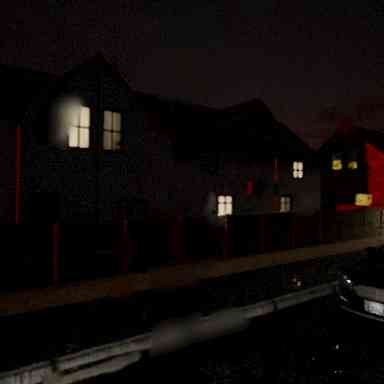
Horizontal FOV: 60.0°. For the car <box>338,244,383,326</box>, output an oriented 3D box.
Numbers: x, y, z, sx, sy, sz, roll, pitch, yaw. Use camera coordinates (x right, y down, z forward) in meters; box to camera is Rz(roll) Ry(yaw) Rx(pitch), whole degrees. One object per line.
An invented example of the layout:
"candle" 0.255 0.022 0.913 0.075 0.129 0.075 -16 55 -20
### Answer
"car" 4.804 1.510 6.484 4.902 1.511 2.128 0 0 -35
